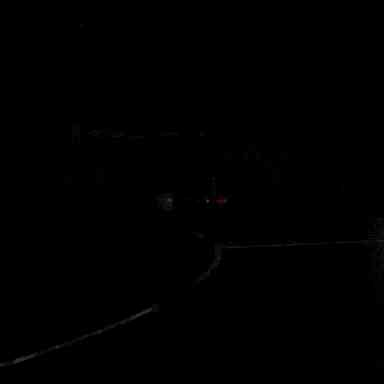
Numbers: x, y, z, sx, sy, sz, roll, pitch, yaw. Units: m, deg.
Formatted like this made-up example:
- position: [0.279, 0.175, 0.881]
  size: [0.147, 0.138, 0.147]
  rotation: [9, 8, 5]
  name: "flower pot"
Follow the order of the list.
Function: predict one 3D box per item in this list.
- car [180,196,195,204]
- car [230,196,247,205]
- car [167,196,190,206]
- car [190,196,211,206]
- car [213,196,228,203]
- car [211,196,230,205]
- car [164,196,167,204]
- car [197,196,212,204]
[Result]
- position: [-0.999, 1.543, 66.567]
  size: [2.033, 1.411, 5.357]
  rotation: [0, 0, -12]
  name: "car"
- position: [7.965, 1.487, 57.956]
  size: [2.128, 1.511, 4.902]
  rotation: [0, 0, -12]
  name: "car"
- position: [-2.286, 1.488, 55.678]
  size: [2.128, 1.511, 4.902]
  rotation: [0, 0, -12]
  name: "car"
- position: [1.155, 1.544, 56.326]
  size: [2.033, 1.411, 5.357]
  rotation: [0, 0, -12]
  name: "car"
- position: [5.851, 1.520, 68.007]
  size: [1.812, 1.442, 4.674]
  rotation: [0, 0, -12]
  name: "car"
- position: [4.534, 1.596, 57.263]
  size: [1.895, 1.301, 4.718]
  rotation: [0, 0, -12]
  name: "car"
- position: [-4.425, 1.488, 65.847]
  size: [2.128, 1.511, 4.902]
  rotation: [0, 0, -12]
  name: "car"
- position: [2.426, 1.500, 67.287]
  size: [1.837, 1.490, 4.892]
  rotation: [0, 0, -12]
  name: "car"
